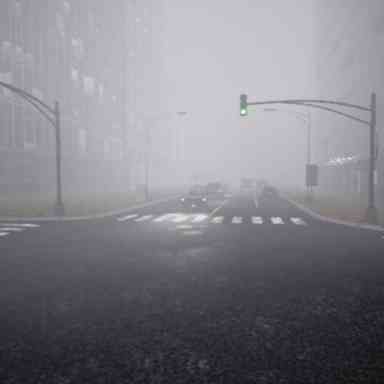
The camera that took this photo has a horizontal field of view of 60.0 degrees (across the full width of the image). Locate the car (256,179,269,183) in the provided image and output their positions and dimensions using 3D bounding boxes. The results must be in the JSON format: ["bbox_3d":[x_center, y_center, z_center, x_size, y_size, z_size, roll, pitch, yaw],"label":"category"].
[{"bbox_3d":[11.525,-1.183,54.747,2.192,1.841,5.009,0,3,10],"label":"car"}]

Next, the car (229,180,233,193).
[{"bbox_3d":[4.139,-0.460,44.362,2.033,1.411,5.357,0,3,10],"label":"car"}]

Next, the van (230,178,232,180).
[{"bbox_3d":[7.720,-2.181,77.889,1.690,1.788,3.998,0,3,10],"label":"van"}]

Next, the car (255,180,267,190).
[{"bbox_3d":[12.513,-1.306,60.187,1.967,1.590,4.097,0,3,10],"label":"car"}]

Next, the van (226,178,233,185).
[{"bbox_3d":[10.681,-2.924,94.188,1.690,1.788,3.998,0,3,10],"label":"van"}]

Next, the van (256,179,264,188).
[{"bbox_3d":[14.486,-1.900,71.049,1.690,1.788,3.998,0,3,10],"label":"van"}]

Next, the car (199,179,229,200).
[{"bbox_3d":[2.311,-0.203,34.318,2.097,1.767,4.553,0,3,10],"label":"car"}]

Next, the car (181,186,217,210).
[{"bbox_3d":[0.482,0.499,24.232,1.895,1.301,4.718,0,3,10],"label":"car"}]

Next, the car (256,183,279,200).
[{"bbox_3d":[7.627,0.049,33.018,1.947,1.339,4.313,0,3,10],"label":"car"}]

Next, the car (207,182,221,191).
[{"bbox_3d":[3.773,-0.967,56.166,1.947,1.339,4.313,0,3,10],"label":"car"}]

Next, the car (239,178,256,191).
[{"bbox_3d":[8.904,-1.238,54.108,2.150,2.045,5.566,0,3,10],"label":"car"}]
